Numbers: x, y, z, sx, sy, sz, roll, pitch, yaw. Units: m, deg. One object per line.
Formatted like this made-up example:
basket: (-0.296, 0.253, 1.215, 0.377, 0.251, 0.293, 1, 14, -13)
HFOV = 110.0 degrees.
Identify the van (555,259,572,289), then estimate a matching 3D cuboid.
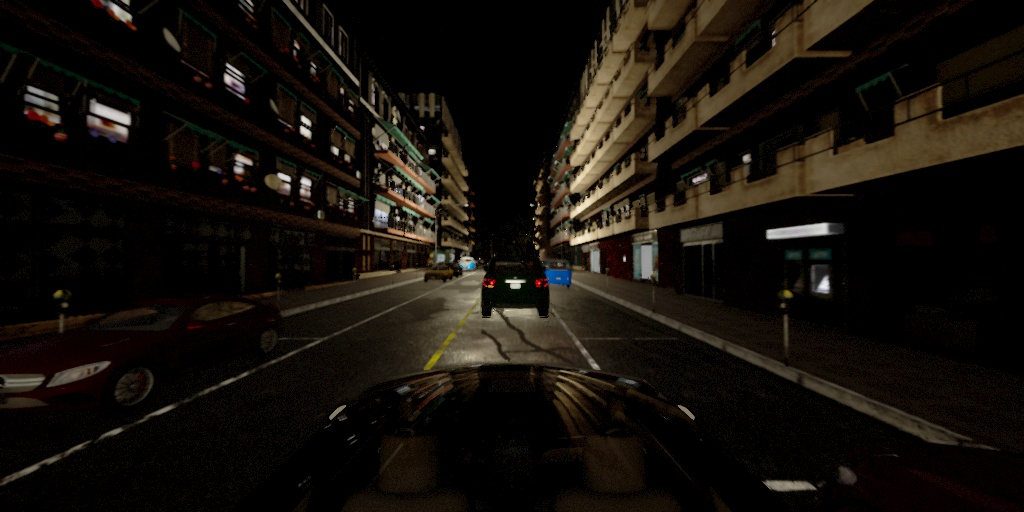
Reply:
van: (2.703, 1.075, 22.706, 1.690, 1.789, 3.998, 0, 0, 0)

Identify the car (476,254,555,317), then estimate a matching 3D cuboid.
car: (0.104, 0.963, 13.166, 2.150, 2.045, 5.566, 0, 0, 0)

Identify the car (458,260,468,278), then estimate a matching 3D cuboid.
car: (-5.676, 1.291, 33.892, 1.948, 1.339, 4.313, 0, 0, 0)

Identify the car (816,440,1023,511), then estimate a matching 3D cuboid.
car: (2.690, 1.333, 0.422, 1.802, 1.307, 4.207, 0, 0, 0)

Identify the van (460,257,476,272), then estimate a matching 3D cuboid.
van: (-5.672, 1.058, 45.034, 1.690, 1.789, 3.998, 0, 0, 0)

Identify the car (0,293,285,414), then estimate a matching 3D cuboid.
car: (-5.688, 1.329, 6.036, 1.802, 1.307, 4.207, 0, 0, 0)

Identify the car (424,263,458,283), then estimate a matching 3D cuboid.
car: (-5.678, 1.255, 28.150, 1.751, 1.417, 4.829, 0, 0, 0)
